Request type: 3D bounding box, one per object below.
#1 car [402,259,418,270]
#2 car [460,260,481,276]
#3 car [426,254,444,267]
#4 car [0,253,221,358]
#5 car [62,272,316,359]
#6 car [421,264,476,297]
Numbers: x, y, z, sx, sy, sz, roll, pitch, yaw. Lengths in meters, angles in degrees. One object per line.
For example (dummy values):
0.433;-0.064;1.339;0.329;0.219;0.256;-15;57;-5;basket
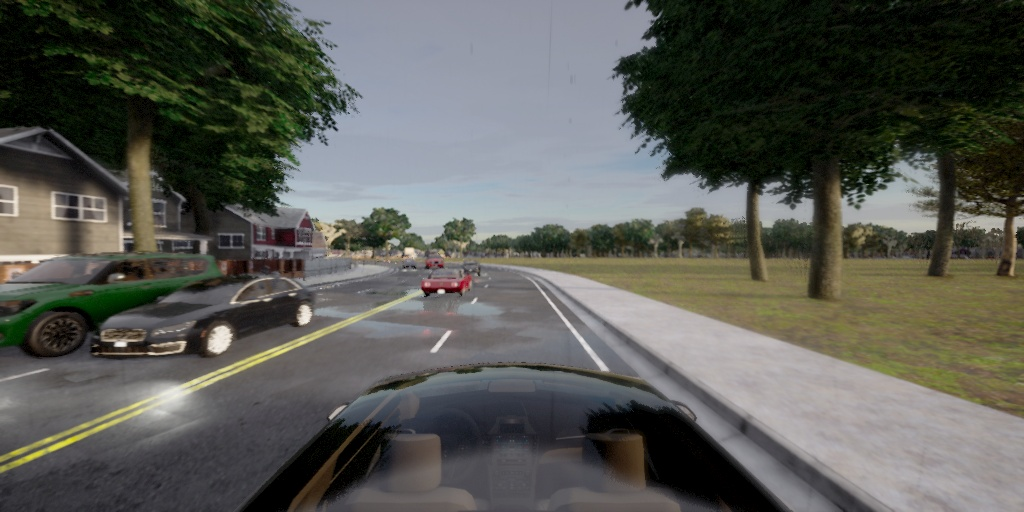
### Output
-14.172;1.113;49.656;2.033;1.411;5.357;0;0;-18;car
-4.098;1.105;35.403;2.128;1.511;4.902;0;0;-7;car
-10.589;0.777;49.060;2.150;2.045;5.566;0;0;-17;car
-9.853;0.946;8.754;2.150;2.045;5.566;0;0;0;car
-6.608;1.230;8.477;1.837;1.490;4.892;0;0;0;car
-3.153;1.290;18.209;1.895;1.301;4.718;0;0;0;car
